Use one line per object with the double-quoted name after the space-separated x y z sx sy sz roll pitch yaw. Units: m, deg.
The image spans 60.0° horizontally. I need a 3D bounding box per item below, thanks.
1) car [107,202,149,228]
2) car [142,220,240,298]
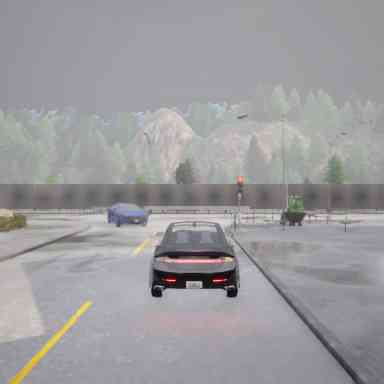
-4.398 1.478 22.503 1.882 1.535 5.008 2 -1 -25 "car"
0.064 1.491 8.533 2.128 1.511 4.902 0 0 1 "car"
